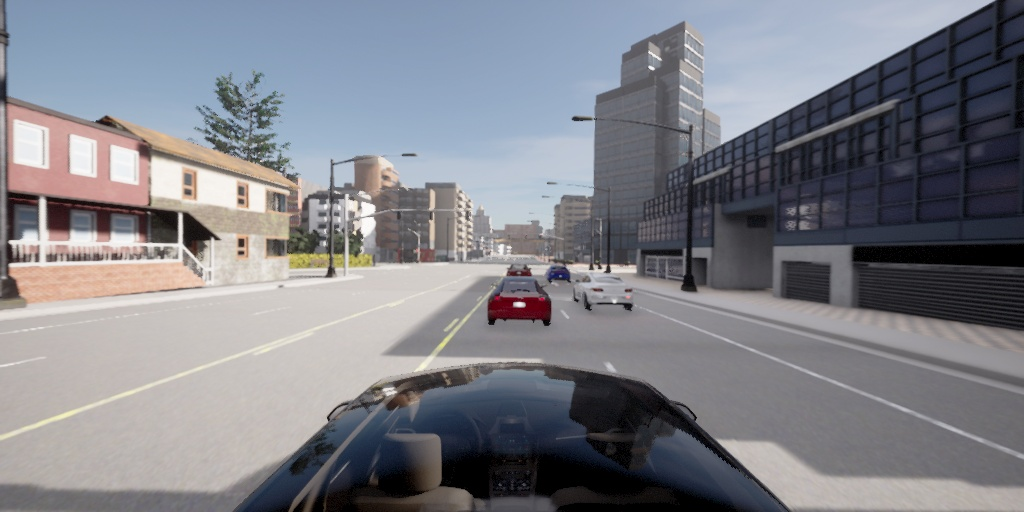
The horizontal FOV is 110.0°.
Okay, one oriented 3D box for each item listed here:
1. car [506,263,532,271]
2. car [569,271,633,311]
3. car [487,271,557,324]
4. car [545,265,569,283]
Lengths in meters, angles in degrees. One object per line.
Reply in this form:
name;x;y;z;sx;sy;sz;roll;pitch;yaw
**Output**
car;0.581;1.378;30.425;2.097;1.767;4.553;1;0;1
car;3.806;1.449;15.458;1.812;1.442;4.674;1;-1;1
car;0.248;1.391;12.289;1.994;1.385;4.181;1;-1;1
car;4.123;1.558;32.681;1.882;1.535;5.008;1;0;1
